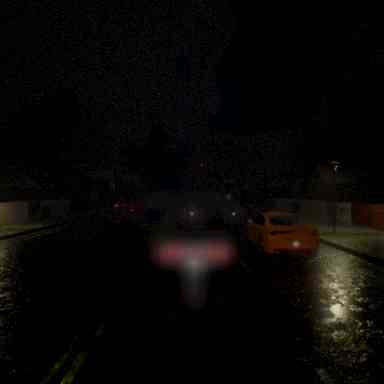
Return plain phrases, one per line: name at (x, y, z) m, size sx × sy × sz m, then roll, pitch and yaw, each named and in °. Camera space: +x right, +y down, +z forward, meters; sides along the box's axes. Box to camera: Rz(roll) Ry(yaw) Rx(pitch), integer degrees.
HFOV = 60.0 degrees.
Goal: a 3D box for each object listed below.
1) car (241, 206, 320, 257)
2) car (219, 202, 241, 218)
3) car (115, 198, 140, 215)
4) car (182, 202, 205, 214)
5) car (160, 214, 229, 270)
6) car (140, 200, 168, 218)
car at (3.340, 1.518, 13.115) m, size 1.882 × 1.535 × 5.008 m, roll 0°, pitch 0°, yaw 0°
car at (3.341, 1.611, 28.222) m, size 1.812 × 1.442 × 4.674 m, roll 0°, pitch 0°, yaw 0°
car at (-6.580, 1.455, 34.769) m, size 2.097 × 1.767 × 4.553 m, roll 0°, pitch 0°, yaw 0°
car at (0.092, 1.611, 28.157) m, size 1.812 × 1.442 × 4.674 m, roll 0°, pitch 0°, yaw 0°
car at (0.084, 1.635, 11.125) m, size 1.895 × 1.301 × 4.718 m, roll 0°, pitch 0°, yaw 0°
car at (-3.339, 1.572, 31.387) m, size 1.882 × 1.535 × 5.008 m, roll 0°, pitch 0°, yaw 0°
